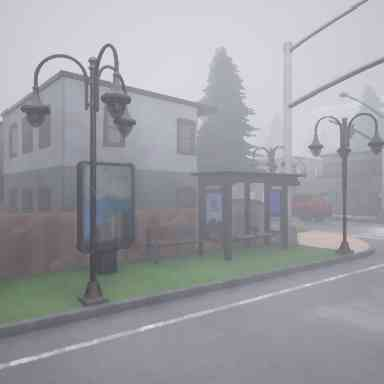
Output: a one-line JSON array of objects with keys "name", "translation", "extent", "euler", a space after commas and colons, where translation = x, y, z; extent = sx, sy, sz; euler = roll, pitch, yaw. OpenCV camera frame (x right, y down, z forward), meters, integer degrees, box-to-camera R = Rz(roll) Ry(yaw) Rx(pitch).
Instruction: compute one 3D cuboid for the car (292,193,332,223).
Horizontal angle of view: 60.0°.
[{"name": "car", "translation": [8.029, 1.106, 25.969], "extent": [2.150, 2.045, 5.566], "euler": [0, 0, -40]}]
